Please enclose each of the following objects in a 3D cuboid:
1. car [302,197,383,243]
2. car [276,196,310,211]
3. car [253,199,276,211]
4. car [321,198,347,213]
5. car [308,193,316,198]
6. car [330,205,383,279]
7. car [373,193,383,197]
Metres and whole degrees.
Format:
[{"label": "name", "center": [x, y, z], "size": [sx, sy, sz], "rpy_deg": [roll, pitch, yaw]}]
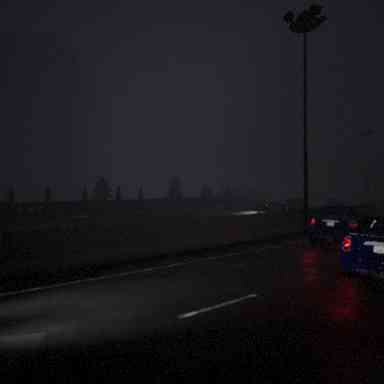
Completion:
[{"label": "car", "center": [7.058, 1.287, 14.683], "size": [4.553, 1.767, 2.097], "rpy_deg": [0, 0, -43]}, {"label": "car", "center": [10.985, 1.380, 35.744], "size": [1.837, 1.490, 4.892], "rpy_deg": [0, 0, 34]}, {"label": "car", "center": [8.767, 1.483, 38.647], "size": [1.895, 1.301, 4.718], "rpy_deg": [0, 0, 34]}, {"label": "car", "center": [15.623, 1.412, 36.440], "size": [1.994, 1.385, 4.181], "rpy_deg": [0, 0, 33]}, {"label": "car", "center": [26.207, 0.859, 73.616], "size": [1.812, 1.442, 4.674], "rpy_deg": [0, 0, 8]}, {"label": "car", "center": [5.841, 1.304, 8.807], "size": [4.553, 1.767, 2.097], "rpy_deg": [0, 0, -40]}, {"label": "car", "center": [44.472, 0.960, 78.399], "size": [1.837, 1.490, 4.892], "rpy_deg": [0, 0, 3]}]
